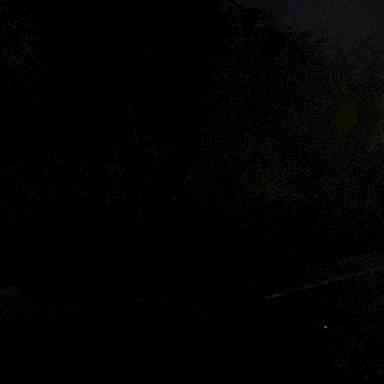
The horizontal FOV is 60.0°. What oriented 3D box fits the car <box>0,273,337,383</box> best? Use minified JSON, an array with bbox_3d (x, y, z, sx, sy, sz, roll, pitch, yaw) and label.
[{"bbox_3d":[-0.920,1.553,3.090,5.357,1.411,2.033,0,0,-35],"label":"car"}]
